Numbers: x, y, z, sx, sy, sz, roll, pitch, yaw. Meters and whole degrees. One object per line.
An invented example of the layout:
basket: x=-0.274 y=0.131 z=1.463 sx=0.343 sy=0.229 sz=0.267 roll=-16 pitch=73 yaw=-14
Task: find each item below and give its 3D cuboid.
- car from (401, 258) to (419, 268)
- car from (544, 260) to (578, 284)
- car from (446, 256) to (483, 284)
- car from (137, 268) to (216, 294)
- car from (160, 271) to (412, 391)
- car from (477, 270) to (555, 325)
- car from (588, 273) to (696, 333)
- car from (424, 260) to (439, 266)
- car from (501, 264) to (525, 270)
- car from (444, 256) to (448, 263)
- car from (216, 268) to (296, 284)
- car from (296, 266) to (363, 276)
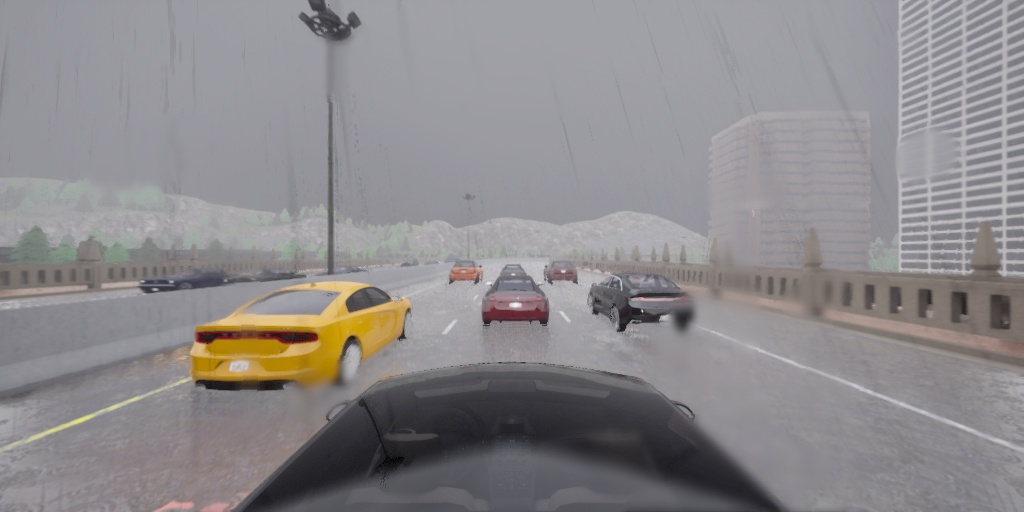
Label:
car: x=-17.529 y=1.115 z=61.741 sx=2.097 sy=1.767 sz=4.553 roll=0 pitch=0 yaw=1
car: x=3.600 y=1.108 z=27.260 sx=2.097 sy=1.767 sz=4.553 roll=0 pitch=0 yaw=0
car: x=-3.401 y=1.108 z=27.363 sx=2.097 sy=1.767 sz=4.553 roll=0 pitch=0 yaw=0
car: x=-17.599 y=1.355 z=19.912 sx=1.895 sy=1.301 sz=4.718 roll=0 pitch=0 yaw=0
car: x=-3.401 y=1.229 z=6.956 sx=1.882 sy=1.535 sz=5.008 roll=0 pitch=0 yaw=0
car: x=0.100 y=1.316 z=11.843 sx=1.994 sy=1.385 sz=4.181 roll=0 pitch=0 yaw=0
car: x=3.600 y=1.244 z=10.762 sx=2.128 sy=1.511 sz=4.902 roll=0 pitch=0 yaw=0
car: x=-14.034 y=1.326 z=62.831 sx=1.994 sy=1.385 sz=4.181 roll=0 pitch=0 yaw=1
car: x=0.100 y=1.320 z=28.186 sx=1.994 sy=1.385 sz=4.181 roll=0 pitch=0 yaw=0
car: x=-10.526 y=0.984 z=63.171 sx=2.150 sy=2.045 sz=5.566 roll=0 pitch=0 yaw=1
car: x=-14.100 y=1.355 z=20.711 sx=1.895 sy=1.301 sz=4.718 roll=0 pitch=0 yaw=0
car: x=-10.600 y=1.302 z=22.175 sx=2.033 sy=1.411 sz=5.357 roll=0 pitch=0 yaw=0
